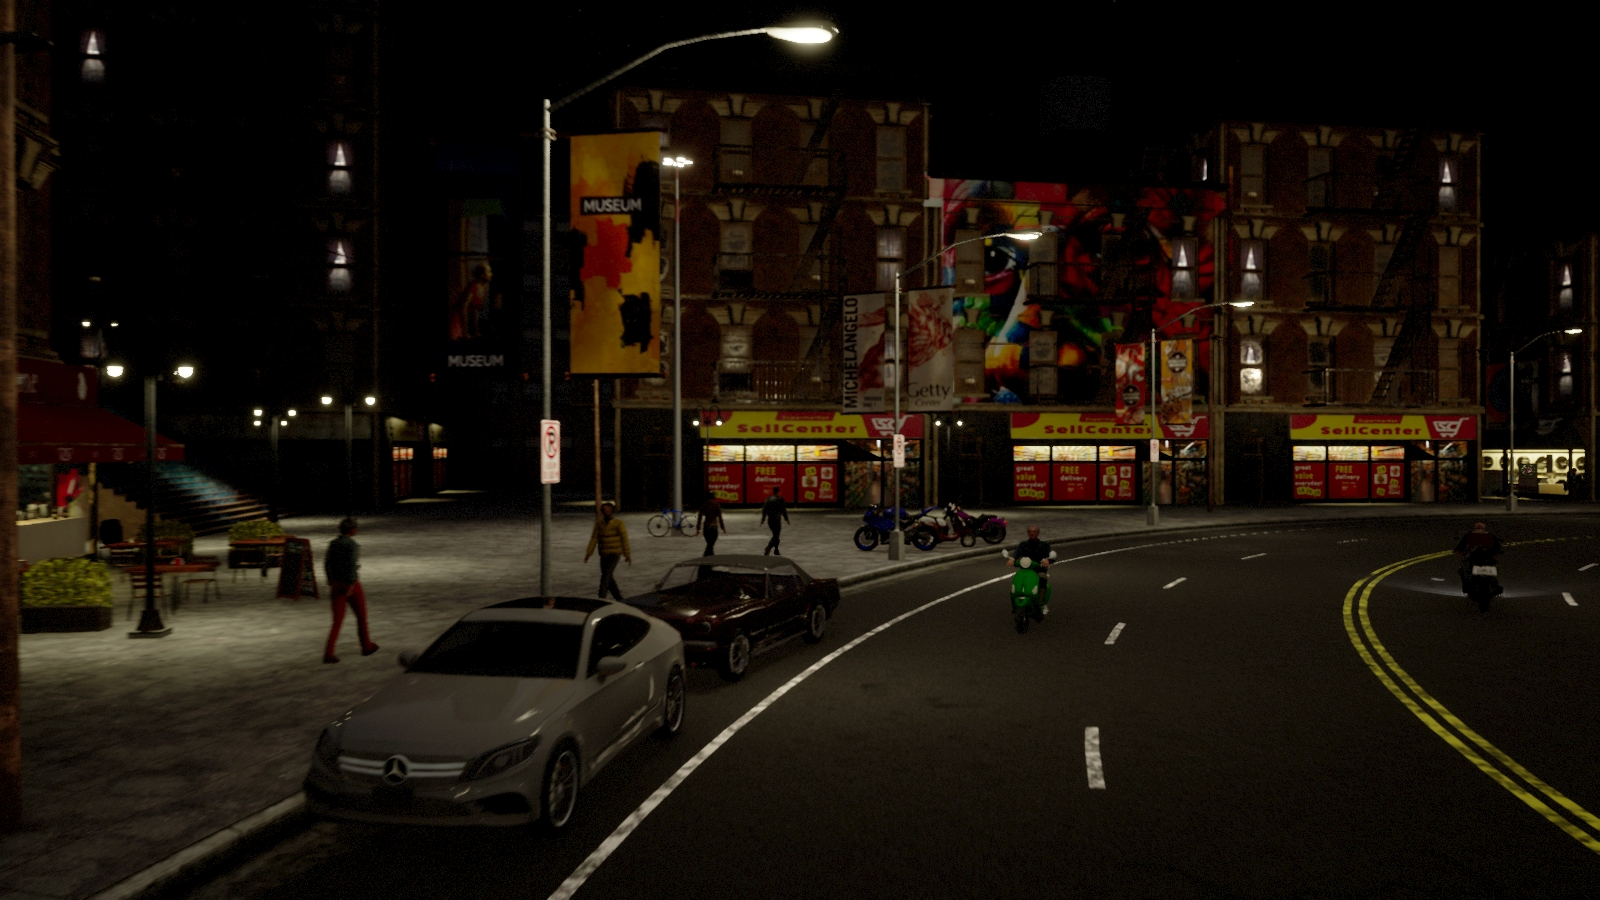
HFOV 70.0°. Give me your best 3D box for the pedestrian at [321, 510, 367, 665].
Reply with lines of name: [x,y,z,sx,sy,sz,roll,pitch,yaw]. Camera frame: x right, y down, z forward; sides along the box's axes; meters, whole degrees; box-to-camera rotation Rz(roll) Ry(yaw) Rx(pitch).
pedestrian: [-5.656,1.693,14.177,0.375,1.860,0.375,0,0,18]

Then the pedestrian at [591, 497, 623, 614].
pedestrian: [-3.124,1.695,18.542,0.375,1.860,0.375,0,0,21]

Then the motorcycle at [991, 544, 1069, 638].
motorcycle: [3.650,2.183,18.032,0.856,1.236,1.805,0,0,23]

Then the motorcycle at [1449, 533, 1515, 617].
motorcycle: [12.251,2.209,20.586,0.867,1.251,2.209,1,0,27]

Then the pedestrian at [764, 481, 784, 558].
pedestrian: [-0.638,1.697,28.054,0.375,1.860,0.375,0,0,27]

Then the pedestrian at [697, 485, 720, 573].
pedestrian: [-1.961,1.697,24.575,0.375,1.860,0.375,0,0,18]
